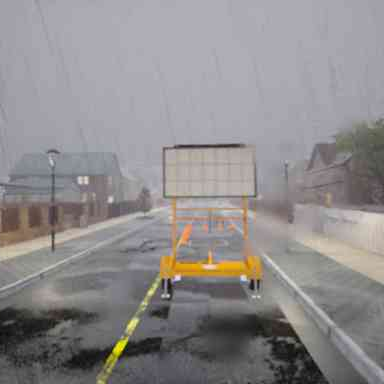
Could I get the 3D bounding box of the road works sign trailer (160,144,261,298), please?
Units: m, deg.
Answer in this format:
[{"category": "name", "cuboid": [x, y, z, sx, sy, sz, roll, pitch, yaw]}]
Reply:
[{"category": "road works sign trailer", "cuboid": [0.465, 0.554, 8.742, 2.380, 3.560, 2.880, 0, -1, 3]}]
